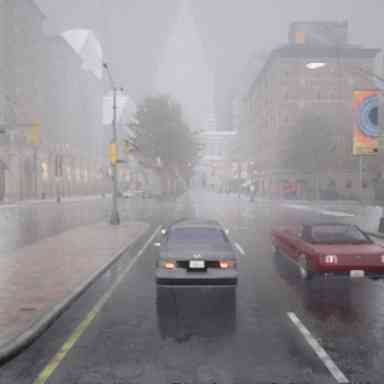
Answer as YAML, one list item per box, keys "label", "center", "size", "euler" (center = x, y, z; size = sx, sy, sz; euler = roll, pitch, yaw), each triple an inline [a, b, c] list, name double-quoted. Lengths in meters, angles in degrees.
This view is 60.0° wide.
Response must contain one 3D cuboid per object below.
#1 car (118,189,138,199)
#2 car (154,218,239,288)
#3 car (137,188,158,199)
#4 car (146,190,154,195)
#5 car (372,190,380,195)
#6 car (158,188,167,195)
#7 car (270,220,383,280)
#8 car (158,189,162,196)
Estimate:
- label: "car"
  center: [-11.611, 0.575, 61.005]
  size: [1.812, 1.442, 4.674]
  euler: [0, 1, 0]
- label: "car"
  center: [0.091, 1.406, 8.952]
  size: [2.033, 1.411, 5.357]
  euler: [0, 1, 0]
- label: "car"
  center: [-8.113, 0.539, 61.212]
  size: [2.128, 1.511, 4.902]
  euler: [0, 1, 0]
- label: "car"
  center: [-11.606, 0.078, 91.950]
  size: [1.812, 1.442, 4.674]
  euler: [0, 1, 0]
- label: "car"
  center: [37.864, 0.376, 70.645]
  size: [2.231, 1.521, 4.892]
  euler: [0, 1, 0]
- label: "car"
  center: [-8.105, -0.085, 91.598]
  size: [2.097, 1.767, 4.553]
  euler: [0, 1, 0]
- label: "car"
  center: [3.590, 1.451, 9.437]
  size: [1.895, 1.301, 4.718]
  euler: [0, 1, 0]
- label: "car"
  center: [-8.088, 0.337, 76.233]
  size: [1.812, 1.442, 4.674]
  euler: [0, 1, 0]
